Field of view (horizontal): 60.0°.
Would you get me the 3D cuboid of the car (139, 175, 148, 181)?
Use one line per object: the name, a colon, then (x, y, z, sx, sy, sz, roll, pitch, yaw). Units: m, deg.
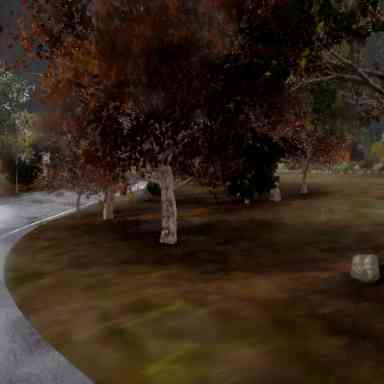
car: (-10.277, -3.301, 72.074, 1.837, 1.490, 4.892, 0, 5, 4)
